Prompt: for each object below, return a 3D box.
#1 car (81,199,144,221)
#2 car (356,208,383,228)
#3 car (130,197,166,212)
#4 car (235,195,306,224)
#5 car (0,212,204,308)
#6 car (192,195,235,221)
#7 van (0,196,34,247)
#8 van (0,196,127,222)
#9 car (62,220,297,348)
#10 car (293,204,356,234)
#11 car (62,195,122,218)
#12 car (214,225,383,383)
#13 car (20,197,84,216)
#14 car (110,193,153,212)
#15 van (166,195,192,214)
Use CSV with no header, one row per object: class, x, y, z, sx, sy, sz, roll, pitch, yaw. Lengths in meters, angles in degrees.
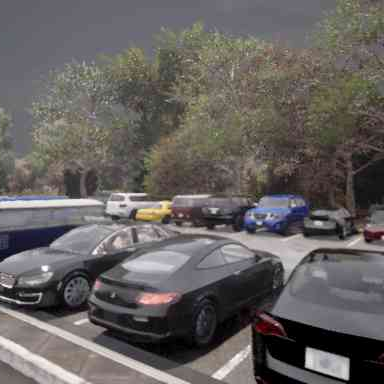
car,-6.332,1.377,27.073,2.163,1.488,4.792,1,0,35
car,9.517,1.542,15.821,2.163,1.488,4.792,0,0,35
car,-1.681,1.397,24.035,1.946,1.575,5.366,1,0,35
car,4.987,1.223,19.038,2.435,2.045,5.566,0,0,35
car,-2.059,1.479,8.043,2.231,1.521,4.892,0,0,35
car,2.756,1.201,20.692,2.435,2.045,5.566,1,0,35
van,-8.854,1.179,13.001,1.878,1.987,4.442,1,0,35
van,-4.284,1.232,9.757,1.878,1.987,4.442,0,0,35
car,0.221,1.538,6.413,2.002,1.452,4.674,0,0,35
car,7.282,1.523,17.480,2.163,1.488,4.792,1,0,35
car,-8.561,1.195,28.728,2.185,1.767,4.553,1,0,35
car,2.529,1.543,4.814,2.163,1.488,4.792,0,0,35
car,-13.212,1.265,31.765,1.946,1.575,5.366,1,0,35
car,-4.033,1.122,25.512,2.435,2.045,5.566,1,0,35
van,0.543,1.201,22.371,1.878,1.987,4.442,1,0,35
